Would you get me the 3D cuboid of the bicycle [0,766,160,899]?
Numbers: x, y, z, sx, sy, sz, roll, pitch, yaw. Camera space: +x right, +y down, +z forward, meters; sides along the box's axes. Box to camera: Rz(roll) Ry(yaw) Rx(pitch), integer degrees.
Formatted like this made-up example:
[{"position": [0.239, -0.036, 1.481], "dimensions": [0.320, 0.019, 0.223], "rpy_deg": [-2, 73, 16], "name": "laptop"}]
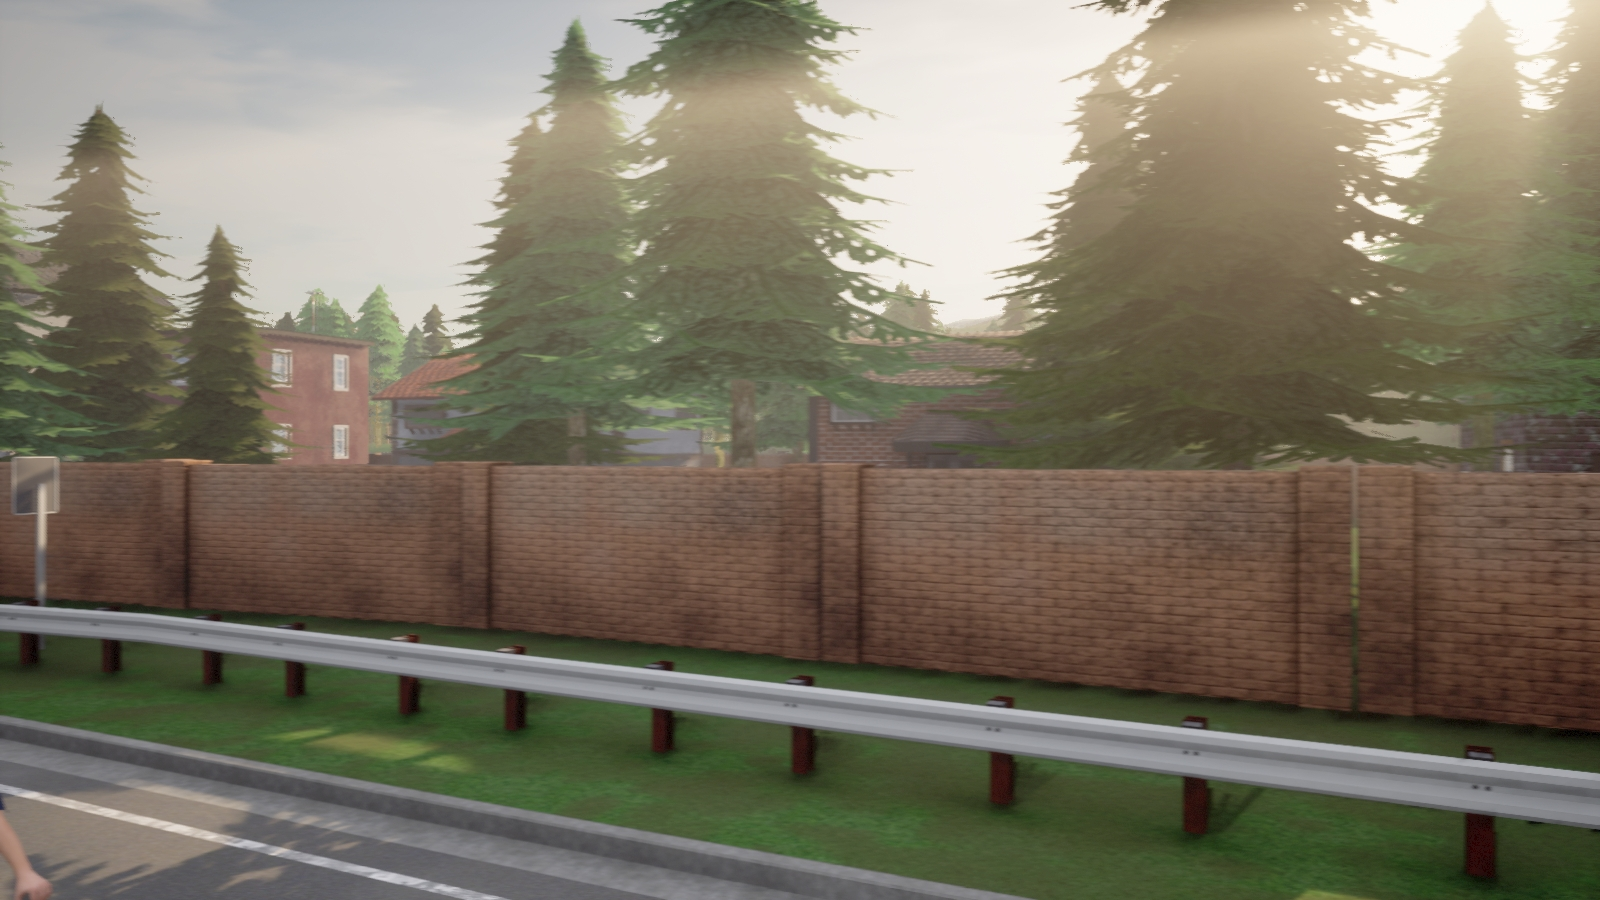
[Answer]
[{"position": [-3.322, 2.056, 4.538], "dimensions": [1.643, 1.496, 0.373], "rpy_deg": [1, 0, 20], "name": "bicycle"}]
